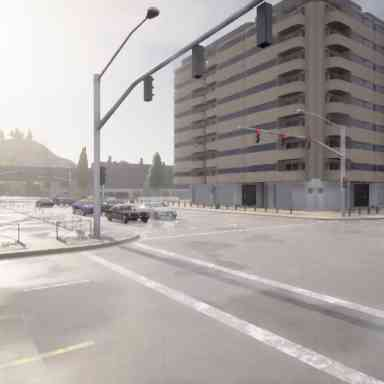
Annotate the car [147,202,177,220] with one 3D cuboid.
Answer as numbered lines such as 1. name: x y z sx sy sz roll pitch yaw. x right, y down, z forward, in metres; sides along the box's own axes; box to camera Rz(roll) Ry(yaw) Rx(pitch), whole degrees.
1. car: -3.105 1.581 28.925 1.812 1.442 4.674 0 0 -35

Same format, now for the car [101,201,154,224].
1. car: -5.051 1.656 25.590 1.895 1.301 4.718 0 0 -35

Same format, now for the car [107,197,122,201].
1. car: -8.478 1.560 36.483 1.837 1.490 4.892 0 0 -35

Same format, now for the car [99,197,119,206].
1. car: -14.309 1.581 57.155 1.812 1.442 4.674 0 0 -35

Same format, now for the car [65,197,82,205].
1. car: -22.117 1.619 62.122 1.994 1.385 4.181 0 0 -35

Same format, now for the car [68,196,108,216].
1. car: -10.465 1.533 33.232 1.882 1.535 5.008 0 1 -35

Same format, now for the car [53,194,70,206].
1. car: -21.853 1.284 55.525 2.150 2.045 5.566 0 0 -35

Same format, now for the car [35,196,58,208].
1. car: -21.849 1.656 49.381 1.895 1.301 4.718 0 0 -35

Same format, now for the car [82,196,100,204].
1. car: -19.709 1.533 64.778 1.882 1.535 5.008 0 0 -35
